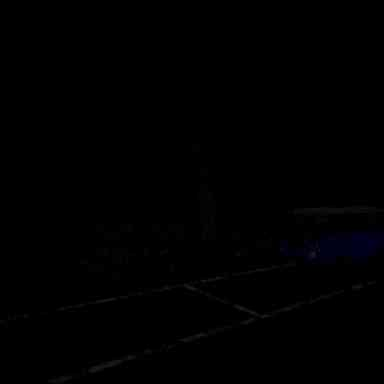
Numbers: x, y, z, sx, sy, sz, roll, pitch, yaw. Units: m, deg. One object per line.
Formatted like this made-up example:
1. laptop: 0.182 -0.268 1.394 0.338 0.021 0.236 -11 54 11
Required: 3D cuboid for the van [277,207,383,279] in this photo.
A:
1. van: 4.275 1.347 9.816 3.998 1.788 1.690 0 0 -36
